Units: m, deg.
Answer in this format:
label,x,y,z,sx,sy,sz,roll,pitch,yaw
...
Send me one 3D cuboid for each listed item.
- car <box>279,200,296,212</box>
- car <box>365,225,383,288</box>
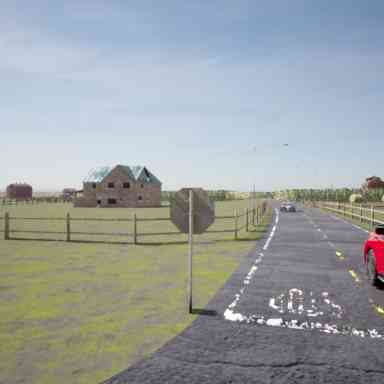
label,x,y,z,sx,sy,sz,roll,pitch,yaw
car,12.696,1.801,44.206,2.128,1.511,4.902,0,0,14
car,4.965,1.280,6.177,2.150,2.045,5.566,0,0,14
